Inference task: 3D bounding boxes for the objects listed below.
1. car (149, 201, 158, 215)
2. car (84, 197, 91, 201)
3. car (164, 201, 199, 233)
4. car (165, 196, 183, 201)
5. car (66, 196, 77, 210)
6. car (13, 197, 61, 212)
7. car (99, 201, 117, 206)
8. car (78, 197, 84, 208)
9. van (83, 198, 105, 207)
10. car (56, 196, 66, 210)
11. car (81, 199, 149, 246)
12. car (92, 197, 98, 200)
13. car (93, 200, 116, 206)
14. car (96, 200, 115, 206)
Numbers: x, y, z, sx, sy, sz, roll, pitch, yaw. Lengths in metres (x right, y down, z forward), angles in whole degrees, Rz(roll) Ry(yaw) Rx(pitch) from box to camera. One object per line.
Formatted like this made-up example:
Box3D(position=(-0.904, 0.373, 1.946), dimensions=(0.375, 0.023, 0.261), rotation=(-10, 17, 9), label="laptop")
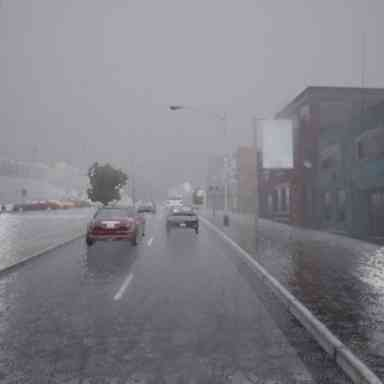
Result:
Box3D(position=(-4.799, 1.712, 36.319), dimensions=(2.033, 1.411, 5.357), rotation=(0, -1, -4), label="car")
Box3D(position=(-20.407, 1.720, 55.938), dimensions=(5.566, 2.045, 2.435), rotation=(0, -2, -24), label="car")
Box3D(position=(-0.637, 1.548, 20.163), dimensions=(2.128, 1.511, 4.902), rotation=(0, 0, -3), label="car")
Box3D(position=(-2.304, 1.485, 42.889), dimensions=(2.150, 2.045, 5.566), rotation=(0, -1, -4), label="car")
Box3D(position=(-19.576, 1.774, 47.097), dimensions=(5.366, 1.575, 1.946), rotation=(0, -1, -24), label="car")
Box3D(position=(-19.277, 1.680, 41.081), dimensions=(5.008, 1.535, 2.097), rotation=(0, -1, -24), label="car")
Box3D(position=(-23.171, 3.112, 91.522), dimensions=(4.674, 1.452, 2.002), rotation=(0, -2, -24), label="car")
Box3D(position=(-20.202, 1.940, 52.946), dimensions=(4.674, 1.452, 2.002), rotation=(0, -2, -24), label="car")
Box3D(position=(-21.701, 2.274, 73.777), dimensions=(4.442, 1.987, 1.878), rotation=(0, -2, -24), label="van")
Box3D(position=(-19.546, 1.601, 44.038), dimensions=(4.553, 1.767, 2.185), rotation=(0, -1, -24), label="car")
Box3D(position=(-3.387, 1.384, 15.552), dimensions=(2.097, 1.767, 4.553), rotation=(0, 0, -3), label="car")
Box3D(position=(-20.913, 1.876, 61.840), dimensions=(5.566, 2.045, 2.435), rotation=(0, -1, -24), label="car")
Box3D(position=(-22.551, 2.879, 85.669), dimensions=(5.366, 1.575, 1.946), rotation=(0, -2, -24), label="car")
Box3D(position=(-22.950, 3.017, 88.558), dimensions=(4.674, 1.452, 2.002), rotation=(0, -2, -24), label="car")
